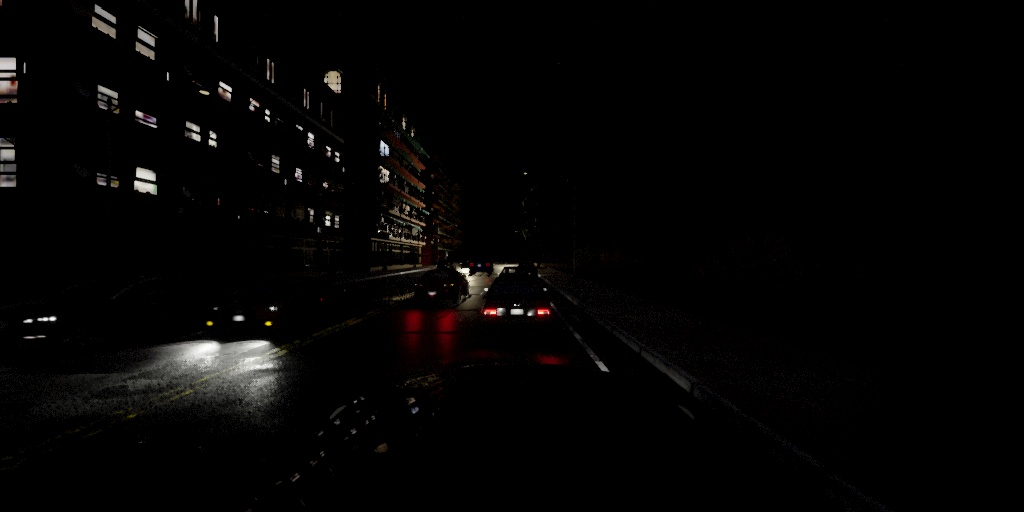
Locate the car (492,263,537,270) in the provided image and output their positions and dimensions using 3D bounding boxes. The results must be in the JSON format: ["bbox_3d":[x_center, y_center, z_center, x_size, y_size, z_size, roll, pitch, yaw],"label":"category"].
[{"bbox_3d":[0.116,1.301,20.915,2.033,1.411,5.357,0,0,0],"label":"car"}]

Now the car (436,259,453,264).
[{"bbox_3d":[-9.799,1.258,52.233,1.837,1.490,4.892,0,0,0],"label":"car"}]

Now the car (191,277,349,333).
[{"bbox_3d":[-6.593,1.315,10.638,1.994,1.385,4.181,0,0,0],"label":"car"}]

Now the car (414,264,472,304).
[{"bbox_3d":[-3.139,1.278,16.406,1.812,1.442,4.674,0,0,0],"label":"car"}]

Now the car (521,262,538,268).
[{"bbox_3d":[1.164,1.259,30.682,1.837,1.490,4.892,0,0,0],"label":"car"}]

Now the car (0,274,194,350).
[{"bbox_3d":[-9.844,1.243,9.138,2.128,1.511,4.902,0,0,0],"label":"car"}]

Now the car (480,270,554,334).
[{"bbox_3d":[0.110,1.299,10.554,2.033,1.411,5.357,0,0,0],"label":"car"}]

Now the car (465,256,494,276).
[{"bbox_3d":[-3.118,0.978,36.969,2.150,2.045,5.566,0,0,0],"label":"car"}]

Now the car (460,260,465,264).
[{"bbox_3d":[-6.545,1.105,53.758,2.097,1.767,4.553,0,0,0],"label":"car"}]
